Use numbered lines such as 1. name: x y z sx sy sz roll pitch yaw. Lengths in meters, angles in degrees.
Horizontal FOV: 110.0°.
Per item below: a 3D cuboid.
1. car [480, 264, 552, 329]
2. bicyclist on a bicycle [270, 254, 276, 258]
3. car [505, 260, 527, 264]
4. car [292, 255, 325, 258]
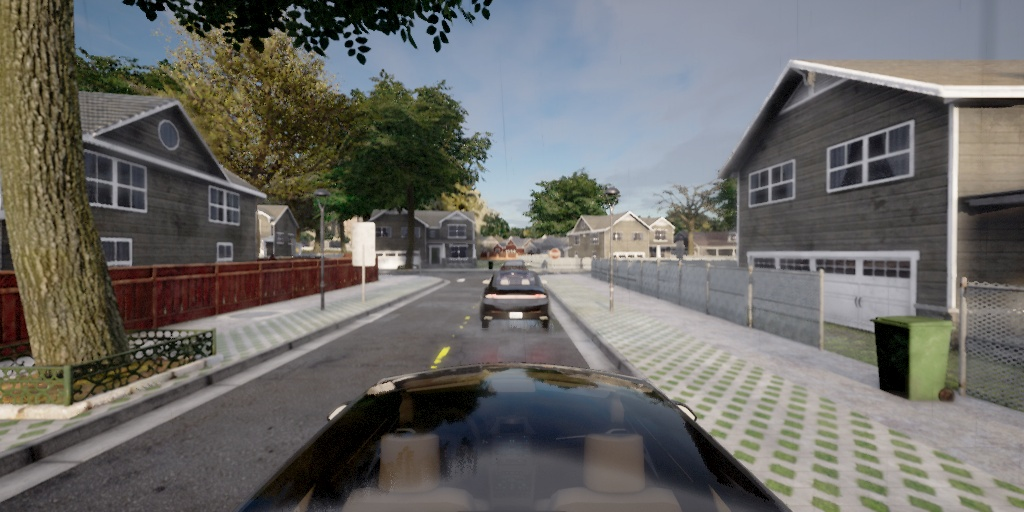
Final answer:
1. car: 0.100 1.162 10.913 2.128 1.511 4.902 0 1 0
2. bicyclist on a bicycle: -22.343 0.605 33.542 0.582 1.620 1.656 0 1 -12
3. car: 0.308 1.005 27.266 1.882 1.535 5.008 0 1 5
4. car: -15.626 0.748 28.947 4.553 1.767 2.097 0 0 -12
